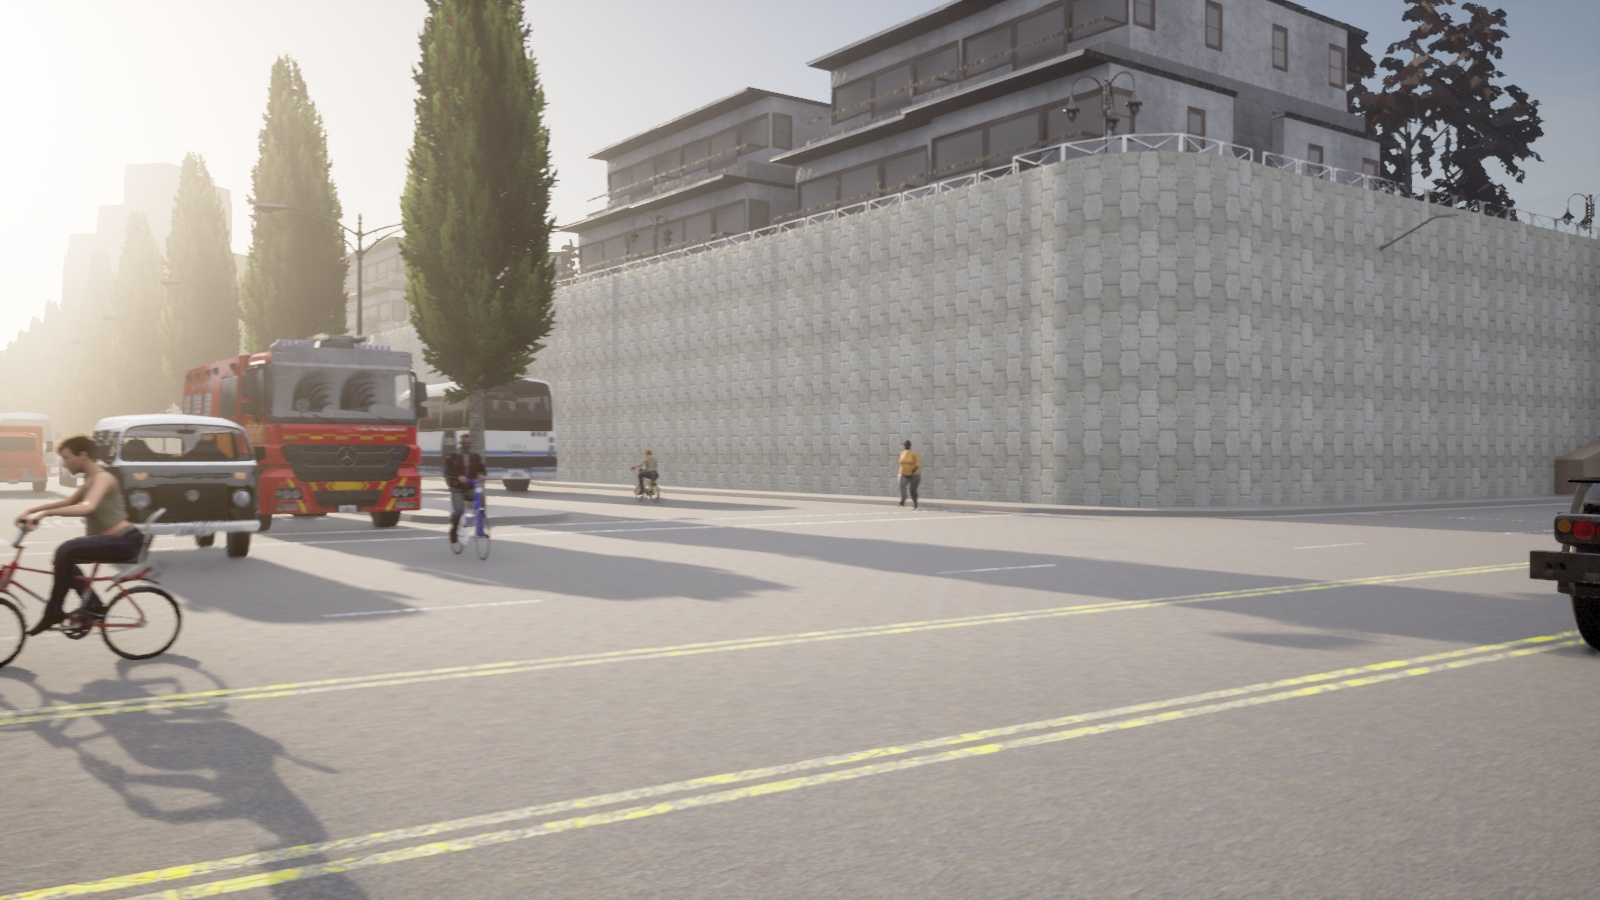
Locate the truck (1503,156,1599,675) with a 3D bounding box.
[{"bbox_3d":[9.066,-0.232,9.965,7.936,3.462,2.891,0,0,-35],"label":"truck"}]

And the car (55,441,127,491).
[{"bbox_3d":[-30.910,0.663,54.681,2.150,2.045,5.566,0,0,-35],"label":"car"}]

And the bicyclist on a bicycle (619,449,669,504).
[{"bbox_3d":[-4.681,0.783,37.564,0.866,1.612,1.509,0,0,-35],"label":"bicyclist on a bicycle"}]

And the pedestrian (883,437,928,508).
[{"bbox_3d":[2.791,0.592,33.189,0.874,1.855,0.900,0,0,30],"label":"pedestrian"}]

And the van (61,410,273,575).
[{"bbox_3d":[-9.158,0.532,17.954,2.069,2.038,4.480,0,0,-35],"label":"van"}]

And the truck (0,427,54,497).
[{"bbox_3d":[-29.443,0.434,46.566,2.627,2.467,5.204,0,0,-35],"label":"truck"}]

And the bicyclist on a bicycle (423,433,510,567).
[{"bbox_3d":[-4.695,0.669,17.596,0.659,1.776,1.843,0,0,-32],"label":"bicyclist on a bicycle"}]

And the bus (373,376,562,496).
[{"bbox_3d":[-13.458,-0.481,49.957,3.944,4.253,10.273,0,0,-35],"label":"bus"}]

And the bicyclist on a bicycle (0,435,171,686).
[{"bbox_3d":[-5.206,0.713,8.585,1.509,1.612,0.866,0,0,-35],"label":"bicyclist on a bicycle"}]

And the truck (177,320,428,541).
[{"bbox_3d":[-10.552,-0.335,25.983,2.891,3.827,8.468,0,0,-35],"label":"truck"}]
